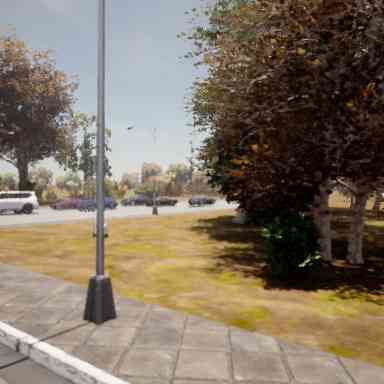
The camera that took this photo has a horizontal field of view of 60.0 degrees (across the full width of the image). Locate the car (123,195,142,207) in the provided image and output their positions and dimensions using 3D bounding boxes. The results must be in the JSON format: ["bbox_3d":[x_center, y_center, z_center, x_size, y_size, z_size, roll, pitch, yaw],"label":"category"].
[{"bbox_3d":[-7.598,1.172,45.667,1.837,1.490,4.892,1,1,38],"label":"car"}]

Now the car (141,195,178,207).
[{"bbox_3d":[-4.094,1.294,44.481,1.895,1.301,4.718,1,1,37],"label":"car"}]

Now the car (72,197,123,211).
[{"bbox_3d":[-10.302,1.249,36.547,1.812,1.442,4.674,1,1,38],"label":"car"}]

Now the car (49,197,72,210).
[{"bbox_3d":[-13.863,1.258,37.686,1.994,1.385,4.181,1,0,39],"label":"car"}]

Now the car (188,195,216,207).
[{"bbox_3d":[1.475,1.197,45.721,2.128,1.511,4.902,1,1,37],"label":"car"}]

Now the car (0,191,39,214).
[{"bbox_3d":[-16.324,0.951,28.989,2.150,2.045,5.566,1,0,39],"label":"car"}]
